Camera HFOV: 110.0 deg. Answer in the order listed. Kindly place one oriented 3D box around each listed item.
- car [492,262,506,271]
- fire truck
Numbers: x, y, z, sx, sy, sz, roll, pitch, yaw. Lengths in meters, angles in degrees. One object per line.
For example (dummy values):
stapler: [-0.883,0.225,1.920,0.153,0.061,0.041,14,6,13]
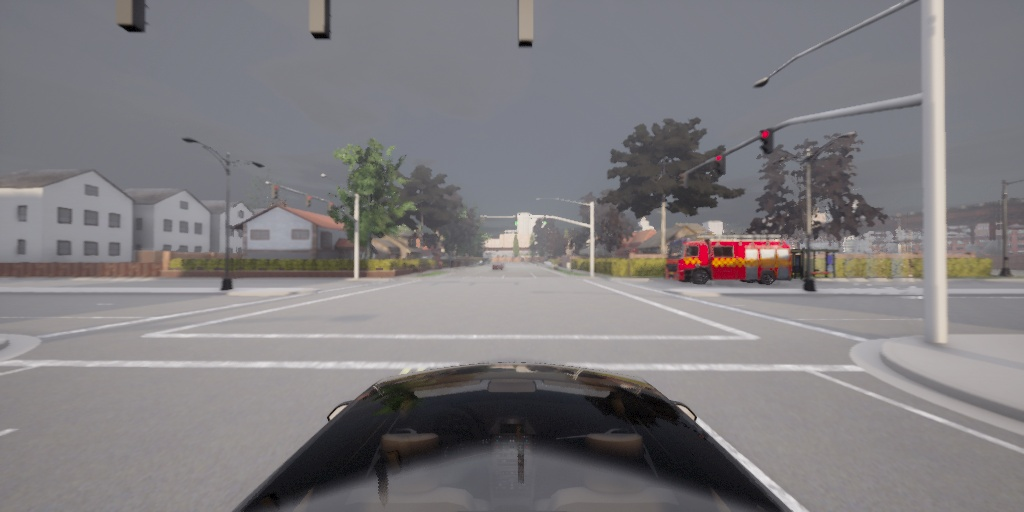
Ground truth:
car: [-2.561,1.786,64.022,1.882,1.535,5.008,0,0,1]
fire truck: [16.870,0.326,28.415,8.468,3.827,2.891,0,-1,1]
